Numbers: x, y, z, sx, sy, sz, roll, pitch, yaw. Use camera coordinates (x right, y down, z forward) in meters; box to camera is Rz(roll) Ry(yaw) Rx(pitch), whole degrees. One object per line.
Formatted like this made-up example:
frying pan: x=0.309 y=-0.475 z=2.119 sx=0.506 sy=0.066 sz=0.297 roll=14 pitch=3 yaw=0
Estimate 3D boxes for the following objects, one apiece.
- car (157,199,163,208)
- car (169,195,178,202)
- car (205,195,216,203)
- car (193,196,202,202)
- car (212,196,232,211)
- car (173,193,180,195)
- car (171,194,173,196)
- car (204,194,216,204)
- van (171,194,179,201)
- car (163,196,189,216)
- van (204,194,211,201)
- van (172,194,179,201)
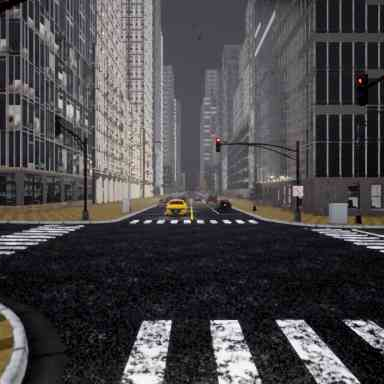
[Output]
car: x=-4.009 y=1.593 z=47.319 sx=1.802 sy=1.307 sz=4.206 roll=0 pitch=0 yaw=0
car: x=-4.116 y=1.426 z=74.957 sx=1.967 sy=1.590 sz=4.097 roll=0 pitch=0 yaw=0
car: x=3.786 y=1.432 z=69.460 sx=1.967 sy=1.590 sz=4.097 roll=0 pitch=0 yaw=0
car: x=1.219 y=1.529 z=72.936 sx=2.033 sy=1.411 sz=5.357 roll=0 pitch=0 yaw=0
car: x=3.942 y=1.579 z=41.823 sx=1.947 sy=1.339 sz=4.313 roll=0 pitch=0 yaw=0
car: x=-1.555 y=1.359 z=53.395 sx=2.097 sy=1.767 sz=4.553 roll=0 pitch=0 yaw=0
car: x=-4.073 y=1.564 z=63.901 sx=1.947 sy=1.339 sz=4.313 roll=0 pitch=0 yaw=0
car: x=3.807 y=1.313 z=63.931 sx=2.192 sy=1.841 sz=5.009 roll=0 pitch=0 yaw=0
van: x=-4.137 y=1.321 z=80.484 sx=1.690 sy=1.788 sz=3.998 roll=0 pitch=0 yaw=0
car: x=-1.485 y=1.495 z=32.729 sx=1.882 sy=1.535 sz=5.008 roll=0 pitch=0 yaw=0
van: x=3.743 y=1.321 z=80.515 sx=1.690 sy=1.788 sz=3.998 roll=0 pitch=0 yaw=0
van: x=-4.158 y=1.315 z=86.012 sx=1.690 sy=1.788 sz=3.998 roll=0 pitch=0 yaw=0
